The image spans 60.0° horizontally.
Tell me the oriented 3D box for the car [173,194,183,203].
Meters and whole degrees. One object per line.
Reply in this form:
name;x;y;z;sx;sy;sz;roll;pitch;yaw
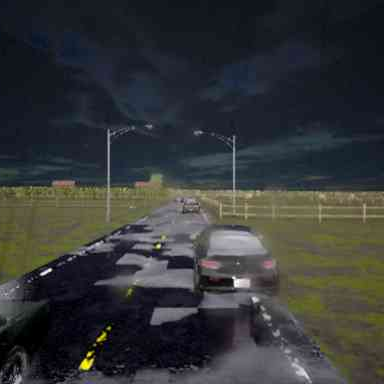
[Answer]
car;-3.028;1.521;76.649;2.150;2.045;5.566;0;0;0

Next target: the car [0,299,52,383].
car;-2.755;1.611;2.108;1.895;1.301;4.718;0;0;0

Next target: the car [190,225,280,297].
car;0.934;1.563;8.560;1.812;1.442;4.674;0;0;0

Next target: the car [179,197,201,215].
car;-0.059;1.641;36.397;2.128;1.511;4.902;0;0;0
